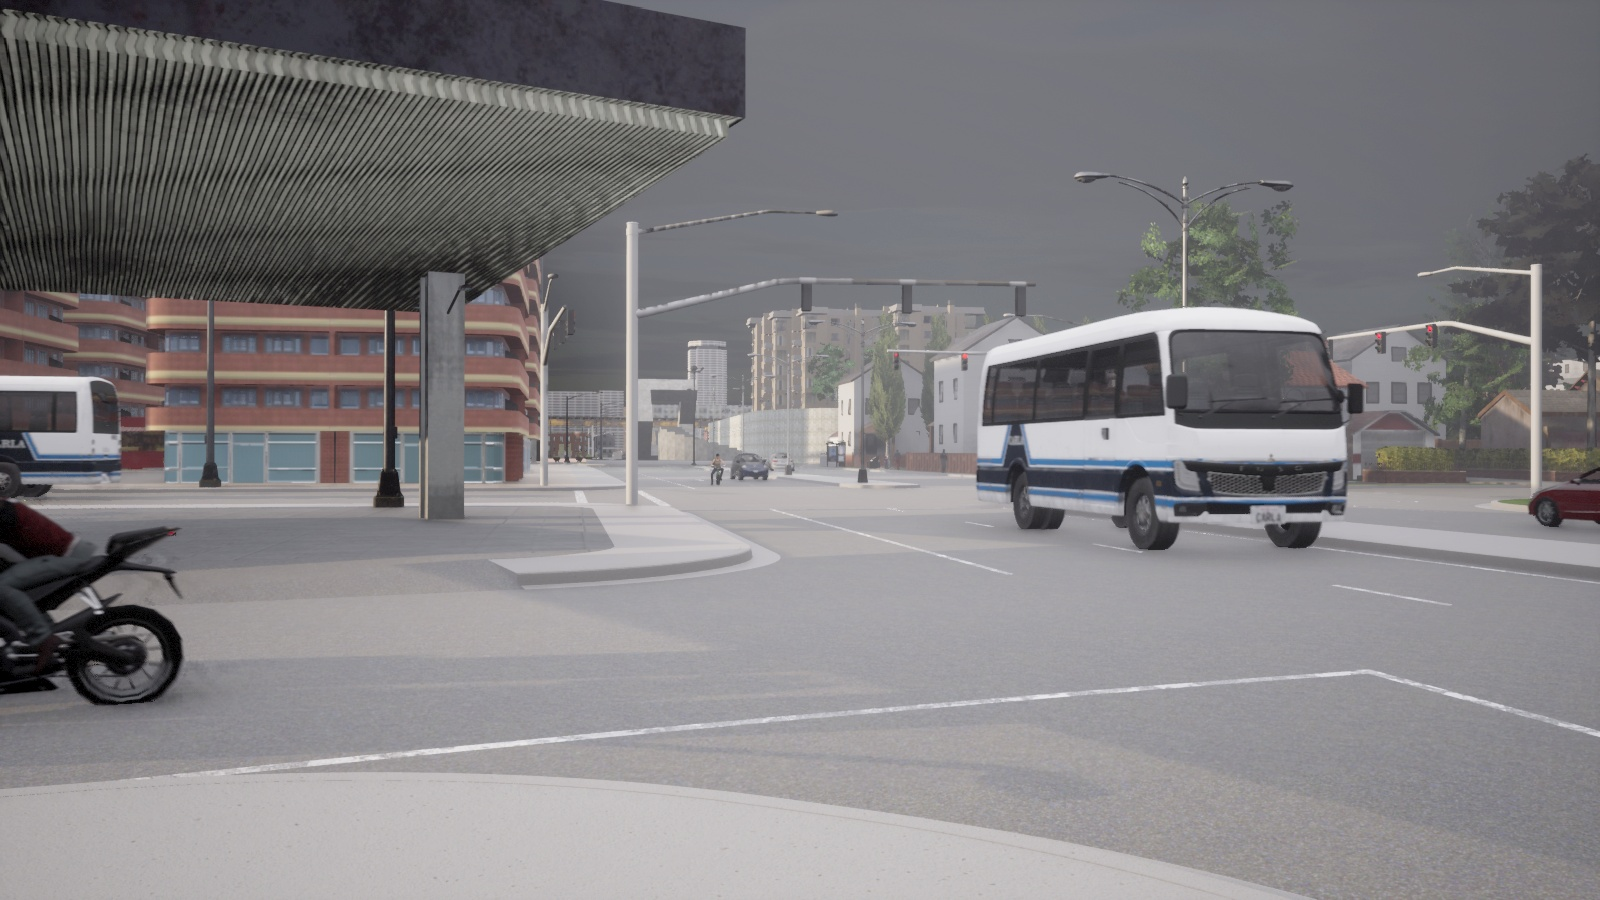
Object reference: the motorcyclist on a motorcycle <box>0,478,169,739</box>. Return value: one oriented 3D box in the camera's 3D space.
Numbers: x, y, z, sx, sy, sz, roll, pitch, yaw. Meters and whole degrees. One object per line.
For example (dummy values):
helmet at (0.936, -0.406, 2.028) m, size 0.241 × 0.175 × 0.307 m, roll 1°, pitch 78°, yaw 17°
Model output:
motorcyclist on a motorcycle at (-5.159, 0.962, 7.809) m, size 2.191 × 1.530 × 0.866 m, roll 0°, pitch 0°, yaw -28°

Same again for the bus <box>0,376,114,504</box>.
bus at (-29.744, -0.311, 43.002) m, size 10.273 × 4.253 × 3.944 m, roll 0°, pitch 0°, yaw -11°

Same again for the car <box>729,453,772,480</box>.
car at (-3.038, 0.987, 75.904) m, size 1.851 × 1.617 × 3.988 m, roll 0°, pitch 0°, yaw -13°

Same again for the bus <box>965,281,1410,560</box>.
bus at (6.746, -0.433, 24.554) m, size 3.944 × 4.253 × 10.273 m, roll 0°, pitch 0°, yaw -11°

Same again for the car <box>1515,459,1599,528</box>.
car at (17.929, 0.940, 27.337) m, size 1.816 × 1.474 × 4.193 m, roll 0°, pitch 0°, yaw -11°
